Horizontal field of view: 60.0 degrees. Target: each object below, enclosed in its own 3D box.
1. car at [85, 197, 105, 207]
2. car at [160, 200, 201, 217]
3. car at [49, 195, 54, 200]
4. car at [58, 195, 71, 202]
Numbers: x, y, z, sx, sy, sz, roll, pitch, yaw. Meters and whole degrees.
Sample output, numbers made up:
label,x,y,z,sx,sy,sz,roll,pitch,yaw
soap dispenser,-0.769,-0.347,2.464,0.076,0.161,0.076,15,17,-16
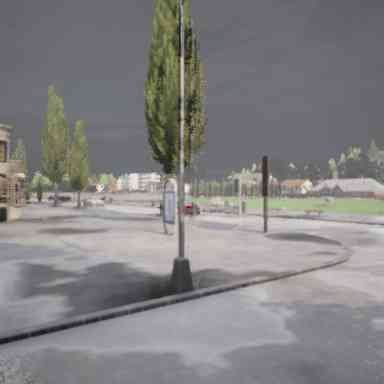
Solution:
label,x,y,z,sx,sy,sz,roll,pitch,yaw
car,-14.599,1.490,49.728,1.812,1.442,4.674,0,0,-35
car,-1.145,1.442,30.770,1.882,1.535,5.008,0,0,-35
car,-35.892,1.423,86.523,1.994,1.385,4.181,0,0,-36
car,-29.840,1.426,78.041,1.882,1.535,5.008,0,0,-36
